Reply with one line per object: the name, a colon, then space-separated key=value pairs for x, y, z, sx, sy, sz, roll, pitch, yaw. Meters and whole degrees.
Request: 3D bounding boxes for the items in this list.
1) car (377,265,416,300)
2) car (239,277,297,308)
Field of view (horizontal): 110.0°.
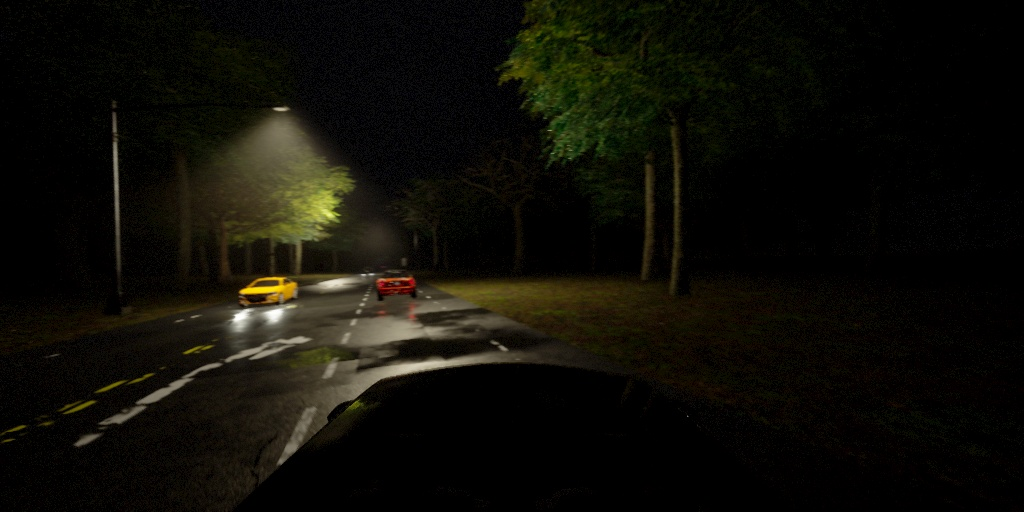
car: x=-7.196 y=1.623 z=22.152 sx=2.097 sy=1.767 sz=4.553 roll=-2 pitch=-1 yaw=-20
car: x=-14.136 y=2.013 z=21.017 sx=1.882 sy=1.535 sz=5.008 roll=-2 pitch=-1 yaw=-19
